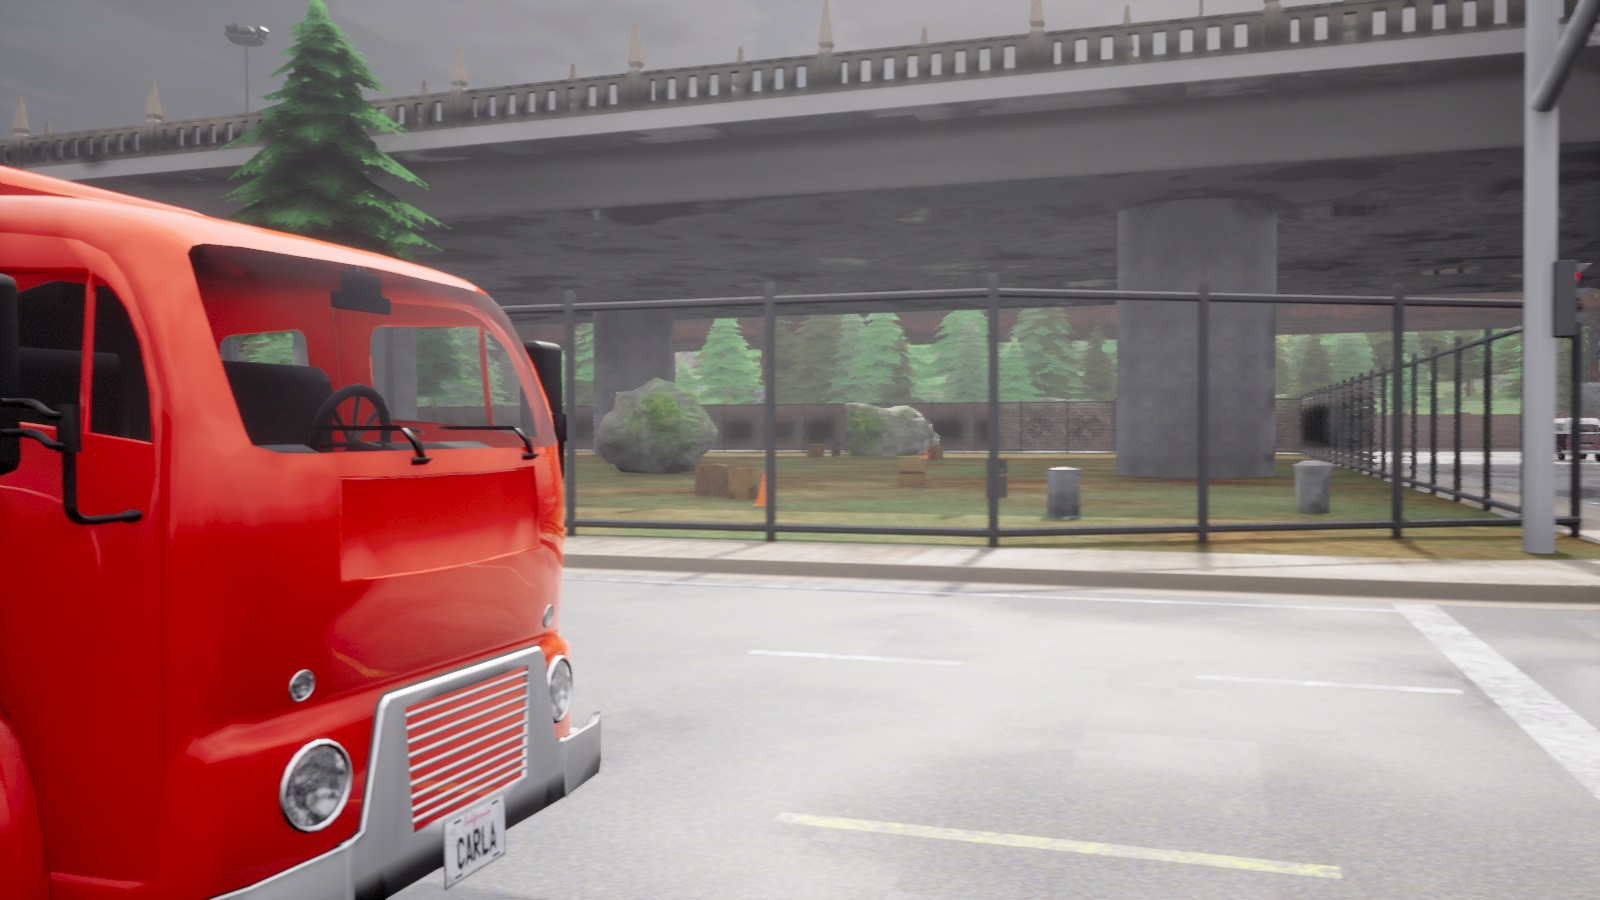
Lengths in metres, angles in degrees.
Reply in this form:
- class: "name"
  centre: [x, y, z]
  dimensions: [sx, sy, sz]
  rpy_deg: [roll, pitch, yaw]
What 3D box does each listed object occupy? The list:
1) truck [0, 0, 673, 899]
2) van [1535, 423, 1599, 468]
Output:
- class: "truck"
  centre: [-3.369, 0.257, 4.292]
  dimensions: [5.204, 2.467, 2.627]
  rpy_deg: [0, 1, 18]
- class: "van"
  centre: [36.917, -0.236, 60.082]
  dimensions: [2.069, 2.038, 4.480]
  rpy_deg: [1, 1, 18]
